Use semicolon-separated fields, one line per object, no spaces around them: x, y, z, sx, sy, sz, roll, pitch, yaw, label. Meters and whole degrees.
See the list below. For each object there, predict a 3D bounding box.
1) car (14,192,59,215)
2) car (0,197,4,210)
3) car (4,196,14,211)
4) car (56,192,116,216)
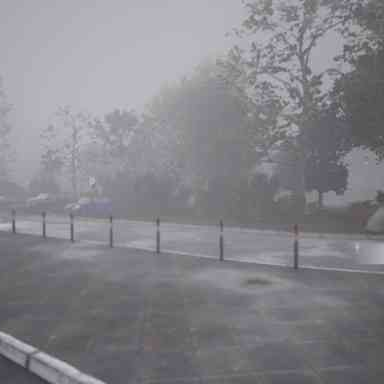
-13.640;1.039;32.289;2.435;2.045;5.566;0;0;34;car
-20.508;1.255;37.035;2.231;1.521;4.892;0;0;34;car
-15.846;1.281;33.848;2.231;1.521;4.892;0;0;34;car
-8.897;1.178;28.987;2.185;1.767;4.553;1;1;34;car
